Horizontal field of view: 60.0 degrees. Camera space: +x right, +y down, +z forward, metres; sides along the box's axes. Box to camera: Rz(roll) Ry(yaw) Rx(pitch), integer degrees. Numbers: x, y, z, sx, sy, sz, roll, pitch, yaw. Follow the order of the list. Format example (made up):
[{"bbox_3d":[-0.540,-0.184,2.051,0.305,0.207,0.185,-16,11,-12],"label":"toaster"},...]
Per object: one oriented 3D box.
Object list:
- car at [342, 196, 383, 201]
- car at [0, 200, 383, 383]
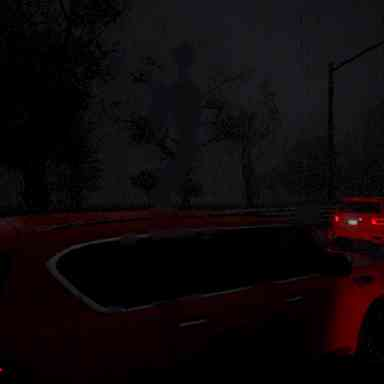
[{"bbox_3d":[8.052,1.190,13.582,5.566,2.045,2.150,0,0,-34],"label":"car"},{"bbox_3d":[0.268,1.216,3.910,5.566,2.045,2.150,0,0,-35],"label":"car"}]
